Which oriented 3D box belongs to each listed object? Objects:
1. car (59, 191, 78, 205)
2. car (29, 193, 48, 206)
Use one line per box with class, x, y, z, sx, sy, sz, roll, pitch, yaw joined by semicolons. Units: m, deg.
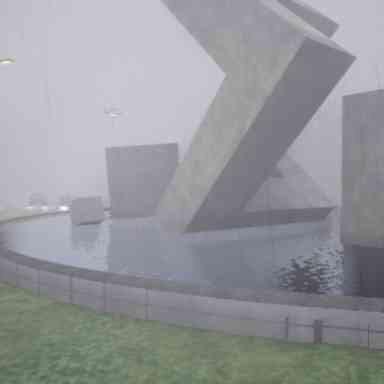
car;-15.420;0.945;41.579;1.895;1.301;4.718;0;1;-26
car;-18.567;0.880;40.046;1.812;1.442;4.674;0;1;-26
